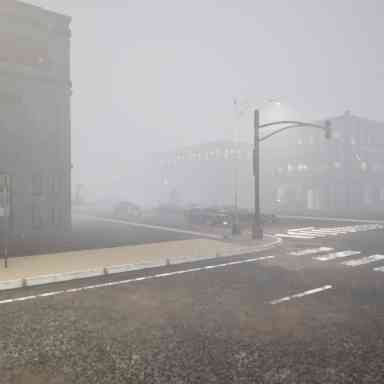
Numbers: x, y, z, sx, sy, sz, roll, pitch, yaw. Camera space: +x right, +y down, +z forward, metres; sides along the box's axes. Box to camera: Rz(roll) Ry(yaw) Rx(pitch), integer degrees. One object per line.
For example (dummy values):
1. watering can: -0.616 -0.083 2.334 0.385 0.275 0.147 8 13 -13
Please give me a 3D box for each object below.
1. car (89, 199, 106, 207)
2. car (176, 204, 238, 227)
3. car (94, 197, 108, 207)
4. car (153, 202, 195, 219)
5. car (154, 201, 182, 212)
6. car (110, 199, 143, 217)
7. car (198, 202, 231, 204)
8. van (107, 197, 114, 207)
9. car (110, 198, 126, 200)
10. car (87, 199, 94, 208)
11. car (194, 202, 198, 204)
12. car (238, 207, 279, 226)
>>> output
1. car: -19.419 2.227 68.114 1.887 1.381 4.507 -1 0 -36
2. car: 1.035 1.814 24.856 1.947 1.339 4.313 -2 0 -36
3. car: -16.207 1.939 63.610 2.192 1.841 5.009 -1 0 -36
4. car: -2.080 1.927 33.899 1.895 1.301 4.718 -1 0 -36
5. car: -3.330 1.965 45.594 1.802 1.307 4.206 -2 0 -36
6. car: -6.935 1.846 36.217 1.967 1.590 4.097 -1 0 -36
7. car: 3.103 1.809 36.587 2.008 1.369 4.403 -2 0 -36
8. van: -12.989 1.906 59.106 1.690 1.788 3.998 -1 0 -36
9. car: -8.355 1.925 42.700 1.882 1.535 5.008 -1 0 -35
10. car: -19.233 2.157 63.415 2.128 1.511 4.902 -1 0 -36
11. car: -0.114 1.903 41.091 1.802 1.307 4.206 -2 0 -36
12. car: 4.227 1.802 25.004 1.895 1.301 4.718 -1 0 -34
